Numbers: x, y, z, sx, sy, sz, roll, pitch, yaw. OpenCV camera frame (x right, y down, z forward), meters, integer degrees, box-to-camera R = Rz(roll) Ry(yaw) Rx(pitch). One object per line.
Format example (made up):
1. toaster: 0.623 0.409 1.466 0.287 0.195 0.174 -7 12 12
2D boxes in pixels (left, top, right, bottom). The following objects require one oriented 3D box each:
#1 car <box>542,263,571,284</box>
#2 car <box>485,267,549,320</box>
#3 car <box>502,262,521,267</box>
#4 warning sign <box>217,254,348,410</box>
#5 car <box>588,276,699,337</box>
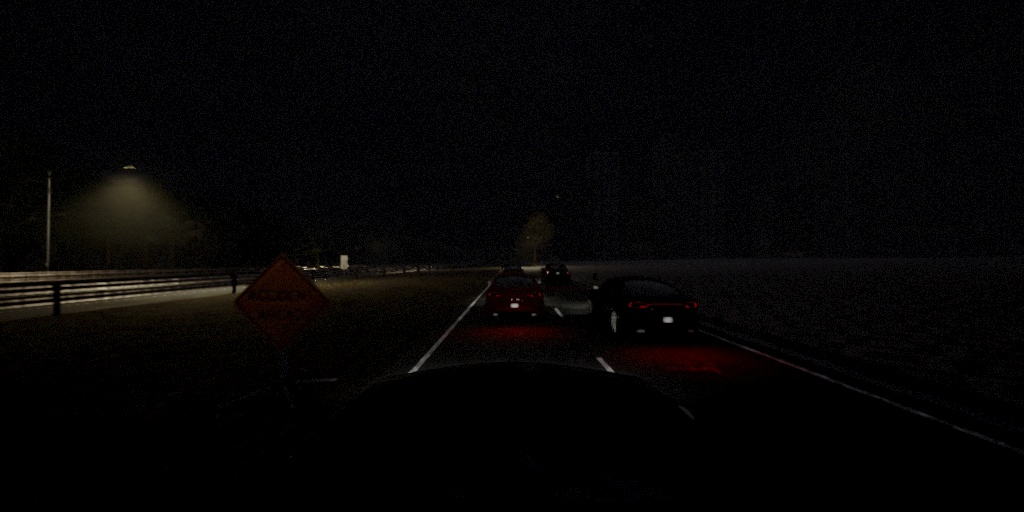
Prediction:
1. car: 3.588 1.392 30.151 2.097 1.767 4.553 0 -1 0
2. car: 0.090 1.345 13.220 1.882 1.535 5.008 0 0 0
3. car: 0.092 1.536 31.882 1.882 1.535 5.008 0 -1 0
4. warning sign: -3.050 0.897 4.781 1.300 1.860 1.060 0 0 0
5. car: 3.583 1.318 10.678 1.882 1.535 5.008 0 0 0
